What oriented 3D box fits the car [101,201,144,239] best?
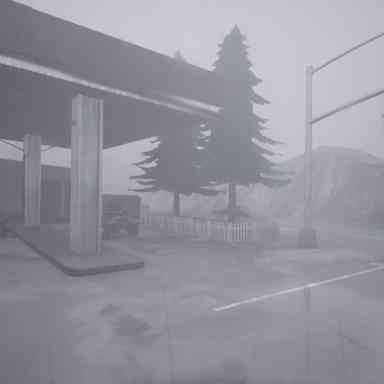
[{"bbox_3d":[-4.534,1.446,18.268,1.905,1.878,3.866,1,0,-36],"label":"car"}]

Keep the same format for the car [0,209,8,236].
[{"bbox_3d":[-11.665,1.520,18.470,2.242,1.667,4.611,1,0,-36],"label":"car"}]

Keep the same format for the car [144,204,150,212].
[{"bbox_3d":[-6.912,1.726,40.593,1.895,1.301,4.718,1,0,-35],"label":"car"}]

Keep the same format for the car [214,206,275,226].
[{"bbox_3d":[3.803,1.798,25.400,2.033,1.411,5.357,1,0,-35],"label":"car"}]
